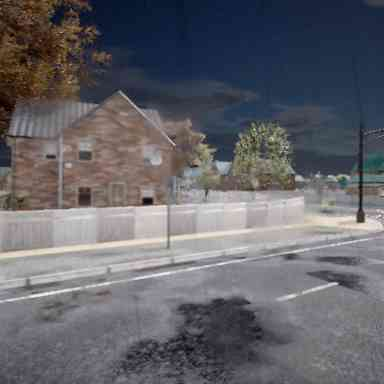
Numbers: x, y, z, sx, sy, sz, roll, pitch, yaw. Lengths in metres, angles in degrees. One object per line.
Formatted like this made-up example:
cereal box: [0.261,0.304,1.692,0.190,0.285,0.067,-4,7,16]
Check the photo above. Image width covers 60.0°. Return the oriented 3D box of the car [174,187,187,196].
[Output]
car: [-2.453,0.051,64.357,2.150,2.045,5.566,1,1,-20]
